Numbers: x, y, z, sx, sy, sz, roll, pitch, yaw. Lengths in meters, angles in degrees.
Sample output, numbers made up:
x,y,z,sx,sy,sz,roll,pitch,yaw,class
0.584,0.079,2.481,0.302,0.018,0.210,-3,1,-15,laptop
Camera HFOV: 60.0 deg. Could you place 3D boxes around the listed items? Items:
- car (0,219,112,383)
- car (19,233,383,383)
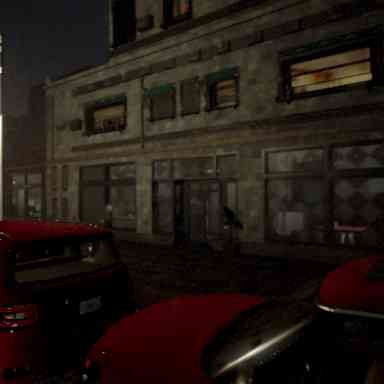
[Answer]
x,y,z,sx,sy,sz,roll,pitch,yaw,class
-3.066,1.351,5.063,5.009,1.841,2.192,0,0,35,car
1.442,1.314,1.850,5.009,1.841,2.192,0,0,35,car
